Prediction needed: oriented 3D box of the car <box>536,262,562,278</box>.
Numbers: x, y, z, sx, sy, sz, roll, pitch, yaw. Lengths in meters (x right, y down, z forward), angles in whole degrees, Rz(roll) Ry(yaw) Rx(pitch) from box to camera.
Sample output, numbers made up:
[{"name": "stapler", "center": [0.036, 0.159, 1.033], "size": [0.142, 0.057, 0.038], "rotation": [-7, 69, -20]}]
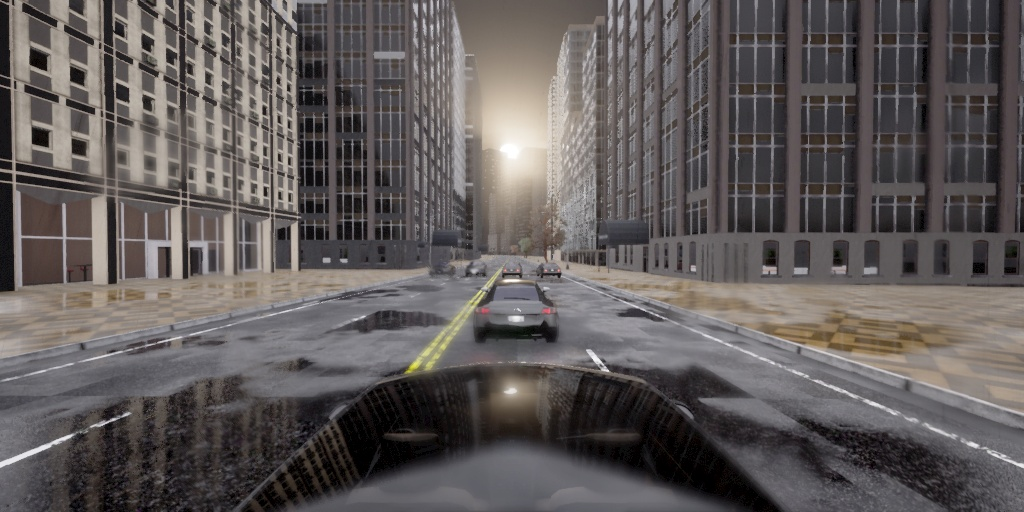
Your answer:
[{"name": "car", "center": [3.356, 1.280, 33.291], "size": [2.033, 1.411, 5.357], "rotation": [0, 0, -2]}]

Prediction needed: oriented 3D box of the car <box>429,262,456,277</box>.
[{"name": "car", "center": [-6.605, 1.295, 34.602], "size": [1.994, 1.385, 4.181], "rotation": [0, 0, 0]}]

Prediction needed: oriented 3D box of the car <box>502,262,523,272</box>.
[{"name": "car", "center": [0.065, 1.280, 33.642], "size": [2.033, 1.411, 5.357], "rotation": [0, 0, 2]}]

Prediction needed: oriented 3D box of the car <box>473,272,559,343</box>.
[{"name": "car", "center": [0.096, 1.312, 9.673], "size": [1.994, 1.385, 4.181], "rotation": [0, 0, 0]}]

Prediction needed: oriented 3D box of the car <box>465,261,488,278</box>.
[{"name": "car", "center": [-3.356, 1.223, 34.370], "size": [2.128, 1.511, 4.902], "rotation": [0, 0, 0]}]
